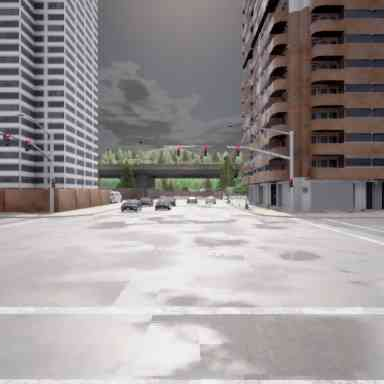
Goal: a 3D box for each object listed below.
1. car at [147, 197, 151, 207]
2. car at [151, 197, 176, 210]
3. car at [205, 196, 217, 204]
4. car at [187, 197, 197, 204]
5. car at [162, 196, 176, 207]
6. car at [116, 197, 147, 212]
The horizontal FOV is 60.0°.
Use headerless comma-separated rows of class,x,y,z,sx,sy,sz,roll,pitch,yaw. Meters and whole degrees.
car,-7.068,1.547,51.232,2.033,1.411,5.357,0,0,0
car,-3.583,1.547,42.327,2.033,1.411,5.357,0,0,0
car,3.523,1.525,63.187,1.812,1.442,4.674,0,0,0
car,0.023,1.564,63.186,1.994,1.385,4.181,0,0,0
car,-3.560,1.477,52.604,1.882,1.535,5.008,0,0,0
car,-7.085,1.547,39.458,2.033,1.411,5.357,0,0,0
